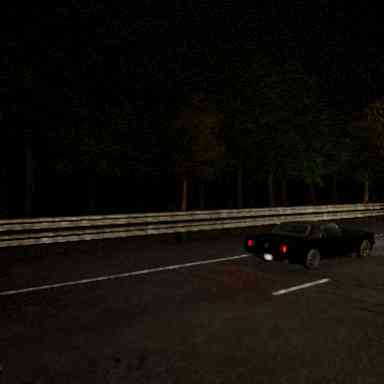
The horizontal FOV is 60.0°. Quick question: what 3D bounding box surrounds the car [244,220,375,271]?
[{"bbox_3d":[4.016,1.588,10.909,4.718,1.301,1.895,0,0,-36],"label":"car"}]
